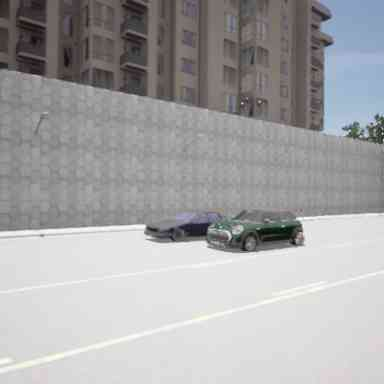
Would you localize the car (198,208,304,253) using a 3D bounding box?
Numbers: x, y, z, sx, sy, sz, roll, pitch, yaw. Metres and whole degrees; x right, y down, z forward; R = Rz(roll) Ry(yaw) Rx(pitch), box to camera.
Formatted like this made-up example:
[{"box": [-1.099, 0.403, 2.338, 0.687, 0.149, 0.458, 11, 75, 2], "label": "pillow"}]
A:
[{"box": [2.823, 1.494, 14.557, 4.553, 1.767, 2.097, 1, -1, -36], "label": "car"}]

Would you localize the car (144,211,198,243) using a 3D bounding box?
[{"box": [0.277, 1.678, 17.037, 5.357, 1.411, 2.033, 1, -1, -34], "label": "car"}]
